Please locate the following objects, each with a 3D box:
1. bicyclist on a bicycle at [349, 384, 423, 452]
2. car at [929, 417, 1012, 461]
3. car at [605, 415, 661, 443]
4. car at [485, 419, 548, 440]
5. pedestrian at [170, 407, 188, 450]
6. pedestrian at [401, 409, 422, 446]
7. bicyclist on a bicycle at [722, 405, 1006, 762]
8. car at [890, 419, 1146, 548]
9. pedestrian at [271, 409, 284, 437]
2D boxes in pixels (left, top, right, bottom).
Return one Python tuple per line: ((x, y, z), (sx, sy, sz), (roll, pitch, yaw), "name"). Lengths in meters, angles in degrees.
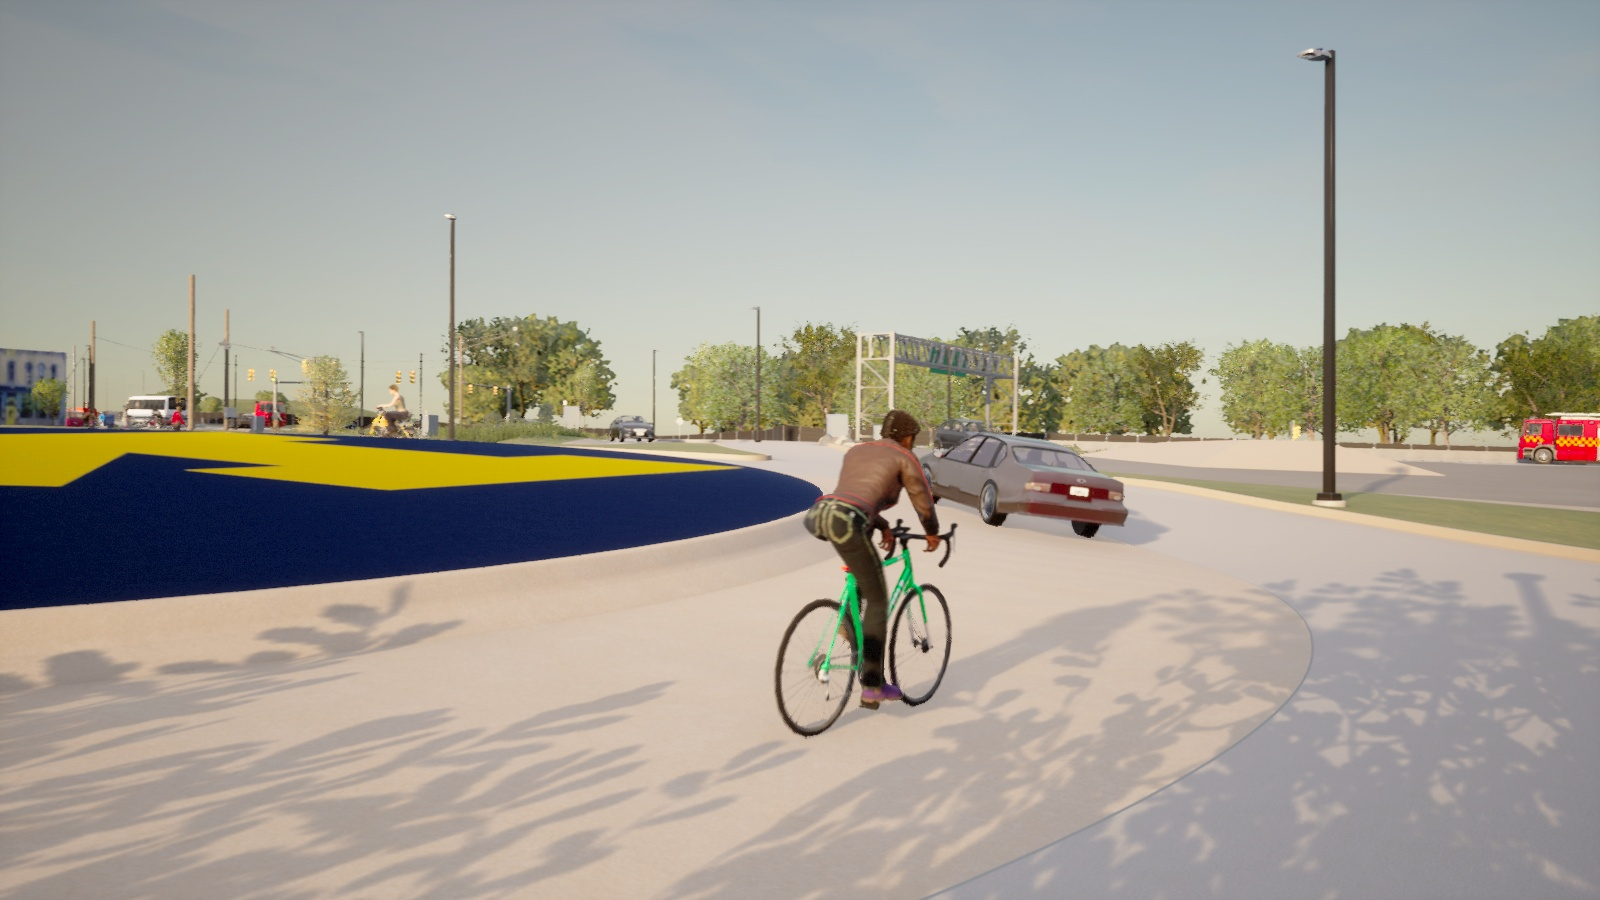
((-10.399, -0.808, 31.574), (1.509, 1.612, 0.866), (2, 2, 1), "bicyclist on a bicycle")
((6.711, -0.449, 49.740), (1.789, 1.549, 3.705), (2, 2, -17), "car")
((-9.356, -1.170, 69.994), (2.128, 1.511, 4.902), (0, 1, -19), "car")
((-21.358, -1.566, 94.579), (4.514, 1.525, 2.007), (1, 0, 32), "car")
((-26.967, -0.941, 54.517), (0.331, 1.846, 0.636), (0, 0, 28), "pedestrian")
((-20.737, -1.207, 67.064), (0.659, 1.952, 0.873), (0, 0, 28), "pedestrian")
((0.388, 0.611, 6.580), (0.582, 1.620, 1.656), (4, 2, 37), "bicyclist on a bicycle")
((3.369, 0.439, 20.832), (2.033, 1.411, 5.357), (7, 3, -14), "car")
((-36.757, -1.914, 88.378), (0.423, 1.949, 0.788), (0, 0, 25), "pedestrian")
